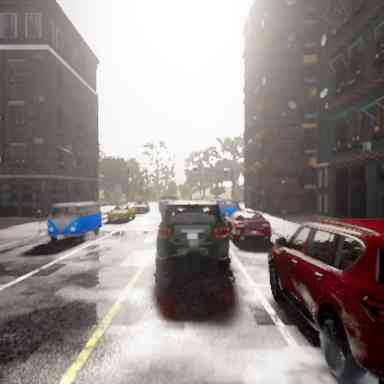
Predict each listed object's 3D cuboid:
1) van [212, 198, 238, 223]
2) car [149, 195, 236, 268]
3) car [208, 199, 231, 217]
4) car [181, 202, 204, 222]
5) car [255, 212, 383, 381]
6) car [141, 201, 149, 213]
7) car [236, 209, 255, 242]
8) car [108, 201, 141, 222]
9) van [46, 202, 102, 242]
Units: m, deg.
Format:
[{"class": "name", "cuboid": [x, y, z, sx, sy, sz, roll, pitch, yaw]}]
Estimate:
[{"class": "van", "cuboid": [2.680, 1.445, 27.575, 1.690, 1.788, 3.998, -1, 0, 0]}, {"class": "car", "cuboid": [0.036, 1.268, 11.546, 2.150, 2.045, 5.566, 0, 0, 0]}, {"class": "car", "cuboid": [2.683, 1.564, 33.099, 1.967, 1.590, 4.097, -1, 0, 0]}, {"class": "car", "cuboid": [0.059, 1.633, 28.434, 1.812, 1.442, 4.674, 0, 0, 1]}, {"class": "car", "cuboid": [2.673, 1.337, 5.478, 2.192, 1.841, 5.009, -1, 0, 0]}, {"class": "car", "cuboid": [-5.790, 1.727, 38.570, 1.802, 1.307, 4.206, -1, 0, 0]}, {"class": "car", "cuboid": [2.680, 1.608, 16.526, 1.887, 1.381, 4.507, -1, 0, 0]}, {"class": "car", "cuboid": [-5.696, 1.630, 27.358, 1.752, 1.417, 4.829, -1, 0, 0]}, {"class": "van", "cuboid": [-5.703, 1.405, 16.481, 1.690, 1.788, 3.998, -1, 0, 0]}]
